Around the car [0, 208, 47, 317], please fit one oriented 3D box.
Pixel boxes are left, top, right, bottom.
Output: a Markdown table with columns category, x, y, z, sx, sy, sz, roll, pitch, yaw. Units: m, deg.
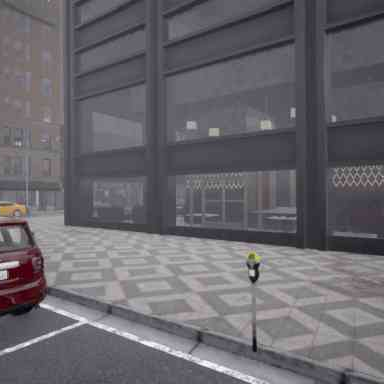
| category | x | y | z | sx | sy | sz | roll | pitch | yaw |
| --- | --- | --- | --- | --- | --- | --- | --- | --- | --- |
| car | -4.778 | 1.317 | 6.267 | 5.009 | 1.841 | 2.192 | 0 | -1 | 35 |

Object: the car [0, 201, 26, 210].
| category | x | y | z | sx | sy | sz | roll | pitch | yaw |
| --- | --- | --- | --- | --- | --- | --- | --- | --- | --- |
| car | -18.286 | 1.641 | 31.184 | 1.882 | 1.535 | 5.008 | -1 | -1 | 36 |
